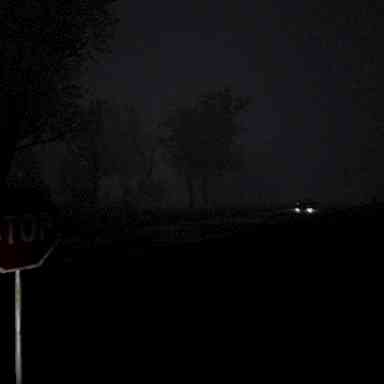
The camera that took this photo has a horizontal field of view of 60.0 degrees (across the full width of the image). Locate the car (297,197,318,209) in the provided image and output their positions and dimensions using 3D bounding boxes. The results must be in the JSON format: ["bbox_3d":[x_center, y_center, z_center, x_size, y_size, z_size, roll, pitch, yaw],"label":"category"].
[{"bbox_3d":[16.058,1.515,46.098,1.837,1.490,4.892,-2,-1,35],"label":"car"}]
